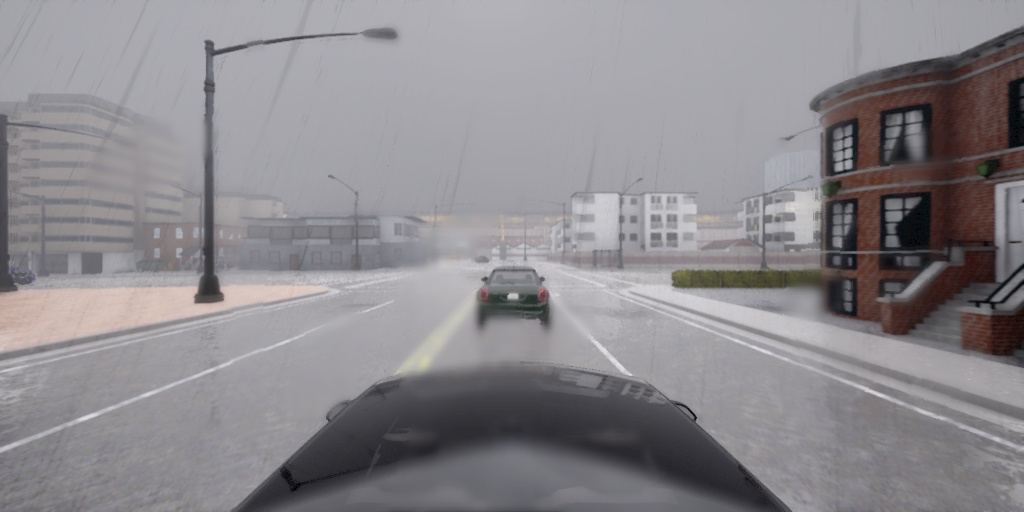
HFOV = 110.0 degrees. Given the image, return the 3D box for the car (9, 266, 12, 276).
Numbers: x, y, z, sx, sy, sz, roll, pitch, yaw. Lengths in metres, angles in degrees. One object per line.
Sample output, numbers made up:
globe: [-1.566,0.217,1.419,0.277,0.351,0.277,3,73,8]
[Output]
car: [-41.525,1.762,26.834,5.008,1.535,1.882,-1,0,-1]

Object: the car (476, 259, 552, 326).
car: [0.070,1.093,11.706,2.097,1.767,4.553,0,0,0]

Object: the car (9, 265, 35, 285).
car: [-44.159,1.561,30.275,5.566,2.045,2.150,-1,0,-1]
